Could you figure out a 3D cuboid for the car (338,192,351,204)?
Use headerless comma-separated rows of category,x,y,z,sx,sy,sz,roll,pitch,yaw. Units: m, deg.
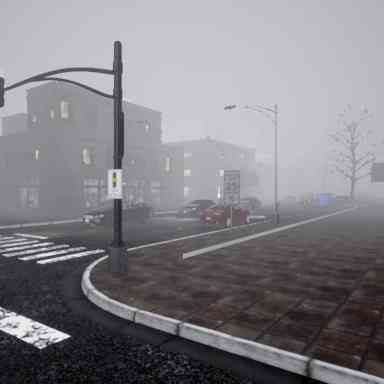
car,23.529,1.172,52.255,1.947,1.339,4.313,0,1,35

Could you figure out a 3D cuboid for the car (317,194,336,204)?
car,22.209,1.078,54.929,1.882,1.535,5.008,0,0,34

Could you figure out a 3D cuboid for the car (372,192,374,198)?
car,39.222,0.972,74.995,1.887,1.381,4.507,0,1,35

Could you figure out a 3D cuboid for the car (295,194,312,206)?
car,16.385,1.269,46.475,1.895,1.301,4.718,0,0,35

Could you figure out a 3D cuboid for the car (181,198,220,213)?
car,0.938,1.354,34.274,2.008,1.369,4.403,0,1,35

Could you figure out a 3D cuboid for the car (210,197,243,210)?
car,4.076,1.332,38.822,1.947,1.339,4.313,0,1,35

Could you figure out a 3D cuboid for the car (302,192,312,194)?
car,22.909,0.861,66.109,2.192,1.841,5.009,0,1,35

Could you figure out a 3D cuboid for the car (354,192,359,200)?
car,26.668,1.115,56.803,1.887,1.381,4.507,0,1,35

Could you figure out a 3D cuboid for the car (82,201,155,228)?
car,-4.743,1.384,21.491,2.128,1.511,4.902,0,0,35

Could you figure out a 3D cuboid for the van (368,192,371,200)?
van,36.084,0.804,70.446,1.690,1.788,3.998,0,1,35

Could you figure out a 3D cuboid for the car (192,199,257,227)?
car,2.233,1.402,21.395,1.887,1.381,4.507,0,1,35

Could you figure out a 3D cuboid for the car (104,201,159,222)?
car,-4.664,1.452,26.156,1.802,1.307,4.206,0,1,35

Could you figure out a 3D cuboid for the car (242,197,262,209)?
car,6.324,1.287,37.516,1.812,1.442,4.674,0,0,35

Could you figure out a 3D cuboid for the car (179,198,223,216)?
car,0.760,1.353,29.459,1.812,1.442,4.674,0,0,35

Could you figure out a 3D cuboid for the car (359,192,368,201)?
car,32.945,0.938,65.899,1.967,1.590,4.097,0,1,35

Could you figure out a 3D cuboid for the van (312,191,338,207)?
van,17.252,1.021,43.157,1.690,1.788,3.998,0,1,35

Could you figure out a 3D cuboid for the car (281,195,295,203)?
car,16.631,1.200,57.014,1.802,1.307,4.206,0,1,35

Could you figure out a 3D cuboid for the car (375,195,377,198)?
car,45.500,0.798,84.091,1.967,1.590,4.097,0,1,35
